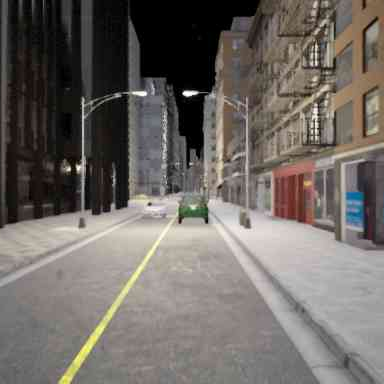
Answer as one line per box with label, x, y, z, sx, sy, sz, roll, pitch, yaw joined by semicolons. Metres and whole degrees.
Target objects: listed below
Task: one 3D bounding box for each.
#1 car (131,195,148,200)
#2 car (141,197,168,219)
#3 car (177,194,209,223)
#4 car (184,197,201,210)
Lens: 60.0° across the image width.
car;-14.381;1.374;91.798;4.829;1.417;1.752;-1;0;0
car;-3.093;1.442;28.530;1.812;1.442;4.674;0;0;0
car;0.100;1.149;24.720;2.150;2.045;5.566;0;0;0
car;0.048;1.418;42.710;2.033;1.411;5.357;0;0;1
